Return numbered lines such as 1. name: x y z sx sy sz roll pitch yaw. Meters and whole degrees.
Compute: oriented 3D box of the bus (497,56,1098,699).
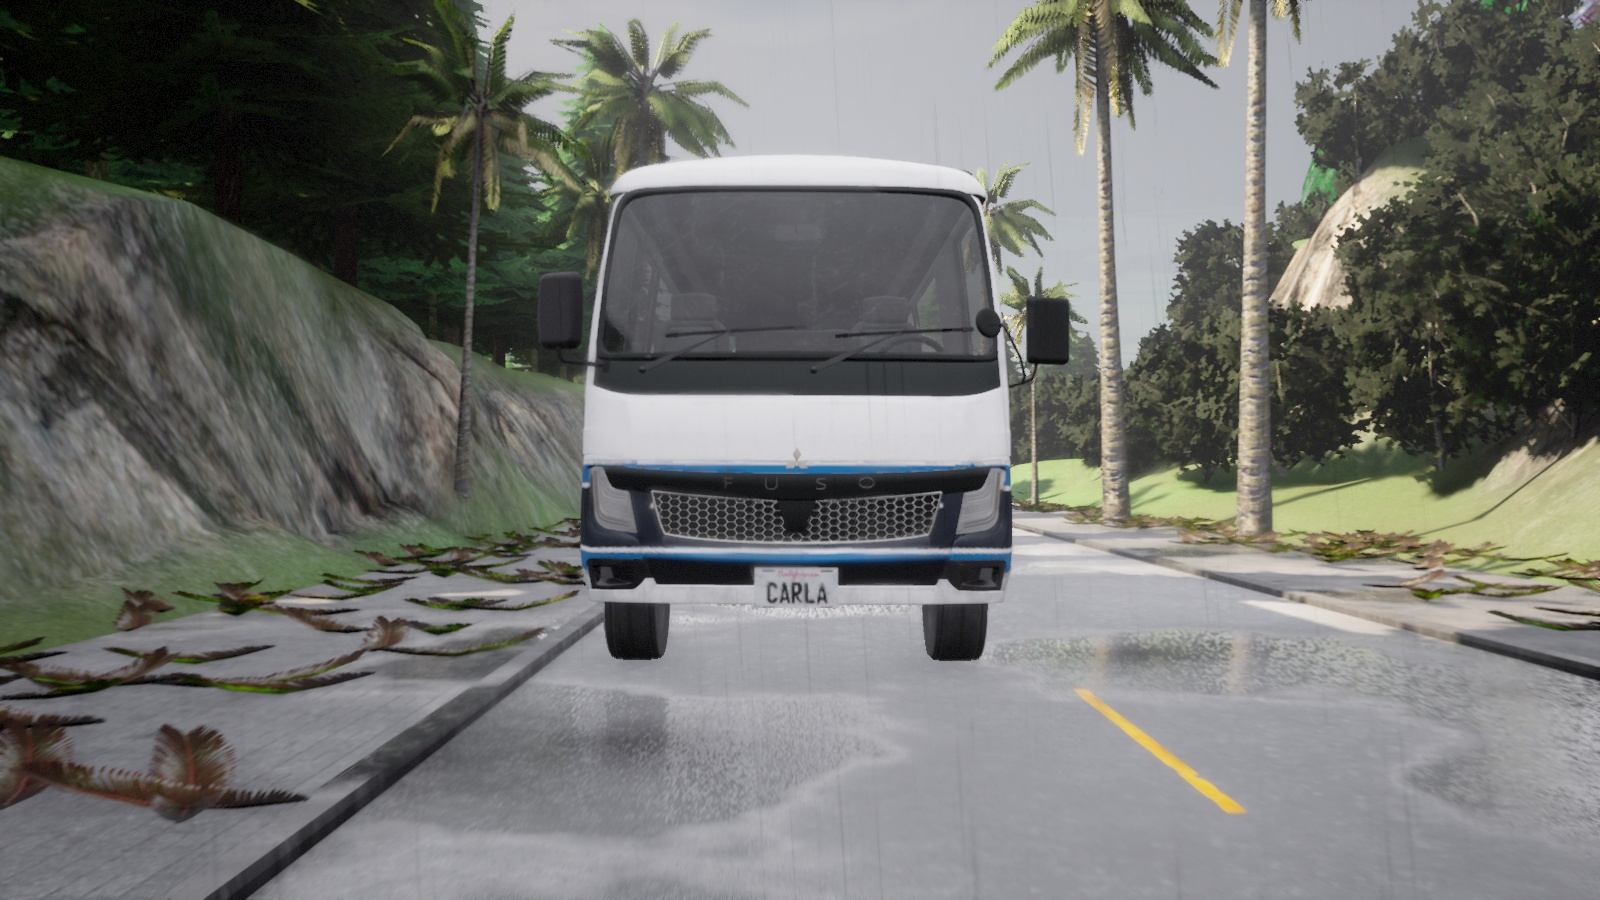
1. bus: -0.037 -0.336 13.450 3.944 4.253 10.273 0 -2 0
